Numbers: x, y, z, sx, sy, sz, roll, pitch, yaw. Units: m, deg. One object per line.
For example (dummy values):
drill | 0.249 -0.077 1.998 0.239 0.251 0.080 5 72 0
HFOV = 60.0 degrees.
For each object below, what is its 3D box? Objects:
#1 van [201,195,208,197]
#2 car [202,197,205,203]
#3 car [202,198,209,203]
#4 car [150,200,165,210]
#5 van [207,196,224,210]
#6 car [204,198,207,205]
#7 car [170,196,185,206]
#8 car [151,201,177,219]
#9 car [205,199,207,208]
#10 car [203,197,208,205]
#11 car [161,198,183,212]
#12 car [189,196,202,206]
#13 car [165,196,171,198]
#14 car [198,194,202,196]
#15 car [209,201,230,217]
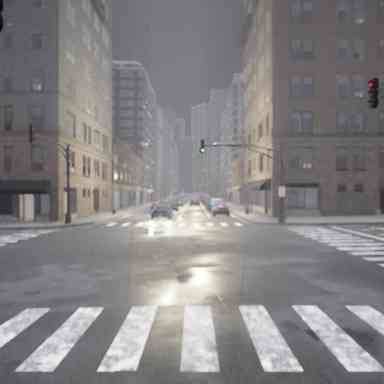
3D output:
van | 3.329 1.837 68.523 1.690 1.788 3.998 0 0 0
car | 3.280 2.059 62.971 1.802 1.307 4.206 0 0 0
car | 3.472 2.134 85.177 1.802 1.307 4.206 0 0 0
car | -5.344 2.007 51.943 1.802 1.307 4.206 0 0 0
van | 3.085 1.685 40.760 1.690 1.788 3.998 0 0 0
car | 3.183 2.006 51.865 1.802 1.307 4.206 0 0 0
car | -2.530 2.016 60.579 2.033 1.411 5.357 0 0 2
car | -2.841 1.880 32.192 1.895 1.301 4.718 0 0 1
car | 3.133 1.931 46.310 1.887 1.381 4.507 0 0 0
car | 3.232 2.036 57.415 1.802 1.307 4.206 0 0 0
car | -2.722 1.923 44.983 2.033 1.411 5.357 0 0 1
car | 0.522 2.005 63.646 1.812 1.442 4.674 0 0 0
car | -5.245 2.029 63.048 2.008 1.369 4.403 0 0 0
car | 0.608 1.824 73.649 1.882 1.535 5.008 0 0 0
car | 3.037 1.884 35.207 1.802 1.307 4.206 0 0 0
